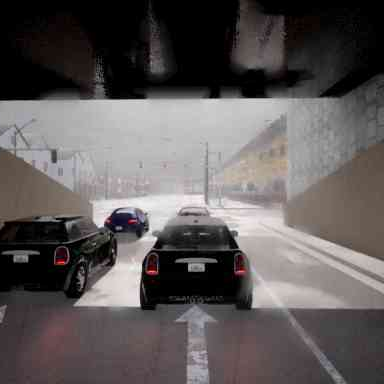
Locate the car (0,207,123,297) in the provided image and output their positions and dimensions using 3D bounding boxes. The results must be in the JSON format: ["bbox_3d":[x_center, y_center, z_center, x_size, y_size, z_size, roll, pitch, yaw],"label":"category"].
[{"bbox_3d":[-3.413,1.352,8.760,2.097,1.767,4.553,0,0,0],"label":"car"}]

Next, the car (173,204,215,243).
[{"bbox_3d":[0.091,1.478,17.265,1.882,1.535,5.008,0,0,0],"label":"car"}]

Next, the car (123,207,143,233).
[{"bbox_3d":[-3.409,1.526,17.812,1.812,1.442,4.674,0,0,0],"label":"car"}]

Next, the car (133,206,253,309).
[{"bbox_3d":[0.081,1.352,7.997,2.097,1.767,4.553,0,0,0],"label":"car"}]
